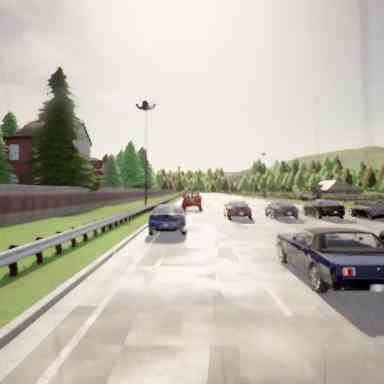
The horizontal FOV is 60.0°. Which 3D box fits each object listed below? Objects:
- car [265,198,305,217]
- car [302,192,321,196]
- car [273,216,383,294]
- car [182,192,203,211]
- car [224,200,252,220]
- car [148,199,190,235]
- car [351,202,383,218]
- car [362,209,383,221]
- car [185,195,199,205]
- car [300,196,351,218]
[{"bbox_3d":[7.107,1.388,26.524,1.812,1.442,4.674,0,0,0],"label":"car"},{"bbox_3d":[22.938,0.880,64.185,3.866,1.878,1.905,0,0,0],"label":"car"},{"bbox_3d":[3.602,1.555,8.646,1.895,1.301,4.718,0,0,0],"label":"car"},{"bbox_3d":[0.033,1.021,38.301,2.150,2.045,5.566,0,0,1],"label":"car"},{"bbox_3d":[3.607,1.388,26.510,1.812,1.442,4.674,0,0,0],"label":"car"},{"bbox_3d":[-1.221,1.385,18.084,1.882,1.535,5.008,0,0,0],"label":"car"},{"bbox_3d":[14.108,1.428,26.035,1.994,1.385,4.181,0,0,0],"label":"car"},{"bbox_3d":[7.103,1.443,9.191,2.128,1.511,4.902,0,0,0],"label":"car"},{"bbox_3d":[0.016,1.223,52.031,2.128,1.511,4.902,0,0,0],"label":"car"},{"bbox_3d":[10.607,1.337,27.047,1.882,1.535,5.008,0,0,0],"label":"car"}]
